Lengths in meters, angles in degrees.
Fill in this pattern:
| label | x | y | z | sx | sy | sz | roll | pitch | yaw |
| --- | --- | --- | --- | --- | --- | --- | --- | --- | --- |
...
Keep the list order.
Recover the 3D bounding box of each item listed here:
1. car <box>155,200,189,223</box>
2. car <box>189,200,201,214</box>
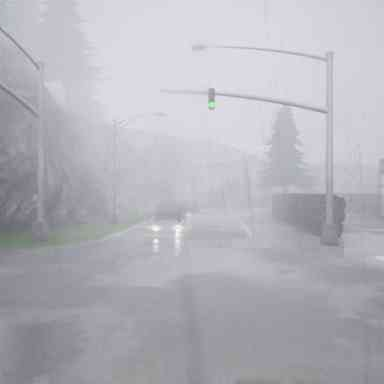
| label | x | y | z | sx | sy | sz | roll | pitch | yaw |
| --- | --- | --- | --- | --- | --- | --- | --- | --- | --- |
| car | -1.617 | 1.476 | 26.104 | 1.882 | 1.535 | 5.008 | 0 | 0 | 4 |
| car | -0.408 | 1.562 | 36.124 | 1.994 | 1.385 | 4.181 | 0 | 0 | 16 |
